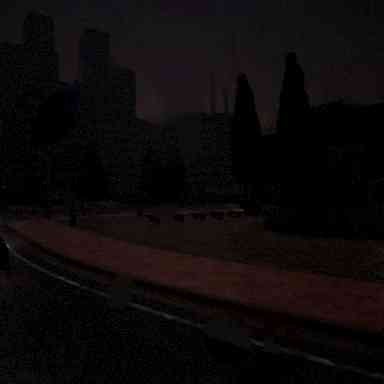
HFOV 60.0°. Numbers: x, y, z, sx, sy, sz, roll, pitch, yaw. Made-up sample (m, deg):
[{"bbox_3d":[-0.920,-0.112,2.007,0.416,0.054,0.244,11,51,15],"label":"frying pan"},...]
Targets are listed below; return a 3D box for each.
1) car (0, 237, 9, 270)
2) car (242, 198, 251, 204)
[{"bbox_3d":[-7.286,1.683,10.728,1.994,1.385,4.181,0,0,-38],"label":"car"},{"bbox_3d":[12.049,1.753,65.241,5.008,1.535,1.882,0,-1,-34],"label":"car"}]
